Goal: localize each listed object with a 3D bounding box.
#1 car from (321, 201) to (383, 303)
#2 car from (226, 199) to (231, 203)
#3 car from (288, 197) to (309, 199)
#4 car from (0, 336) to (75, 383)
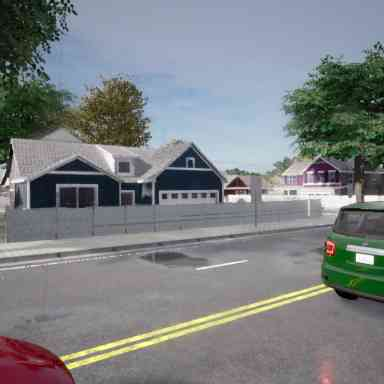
[{"bbox_3d":[5.102,1.209,7.120,5.566,2.045,2.150,0,0,-35],"label":"car"},{"bbox_3d":[4.401,1.635,49.625,1.812,1.442,4.674,-1,0,-30],"label":"car"},{"bbox_3d":[12.276,1.366,36.924,2.097,1.767,4.553,-1,0,-33],"label":"car"},{"bbox_3d":[-3.021,1.476,1.287,5.008,1.535,1.882,0,0,-35],"label":"car"}]
